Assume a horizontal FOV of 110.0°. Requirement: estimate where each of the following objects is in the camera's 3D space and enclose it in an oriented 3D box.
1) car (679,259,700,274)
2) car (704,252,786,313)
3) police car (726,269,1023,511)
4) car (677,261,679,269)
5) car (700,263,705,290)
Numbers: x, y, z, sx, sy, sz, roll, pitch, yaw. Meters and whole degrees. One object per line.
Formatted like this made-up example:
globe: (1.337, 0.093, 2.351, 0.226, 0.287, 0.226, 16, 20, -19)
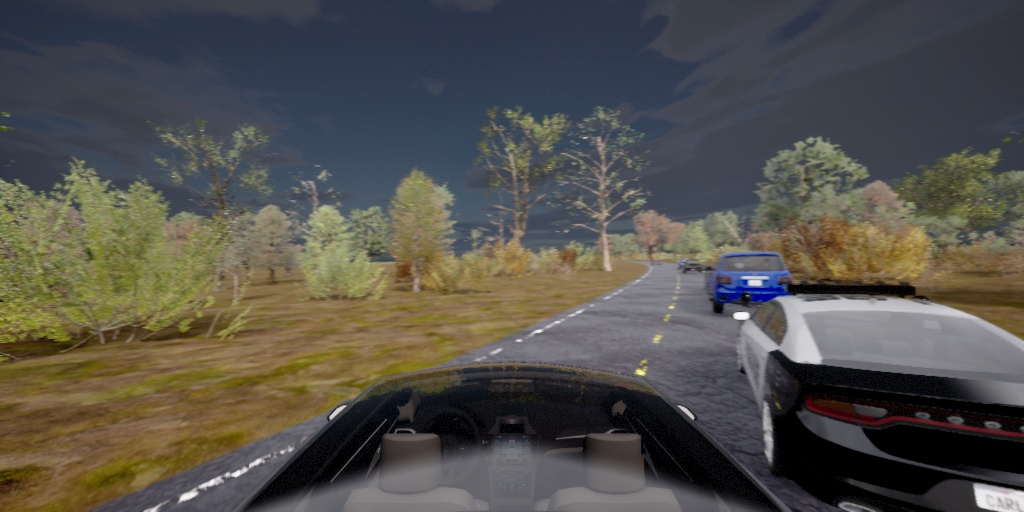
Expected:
car: (19.993, 1.166, 39.885, 1.837, 1.490, 4.892, -2, 0, 23)
car: (8.437, 0.888, 13.081, 2.150, 2.045, 5.566, -2, -1, 27)
police car: (3.875, 1.109, 4.218, 1.930, 1.638, 5.238, -2, -1, 28)
car: (24.584, 1.141, 50.782, 1.882, 1.535, 5.008, -2, -1, 21)
car: (11.090, 1.005, 18.429, 2.097, 1.767, 4.553, -2, -1, 26)
